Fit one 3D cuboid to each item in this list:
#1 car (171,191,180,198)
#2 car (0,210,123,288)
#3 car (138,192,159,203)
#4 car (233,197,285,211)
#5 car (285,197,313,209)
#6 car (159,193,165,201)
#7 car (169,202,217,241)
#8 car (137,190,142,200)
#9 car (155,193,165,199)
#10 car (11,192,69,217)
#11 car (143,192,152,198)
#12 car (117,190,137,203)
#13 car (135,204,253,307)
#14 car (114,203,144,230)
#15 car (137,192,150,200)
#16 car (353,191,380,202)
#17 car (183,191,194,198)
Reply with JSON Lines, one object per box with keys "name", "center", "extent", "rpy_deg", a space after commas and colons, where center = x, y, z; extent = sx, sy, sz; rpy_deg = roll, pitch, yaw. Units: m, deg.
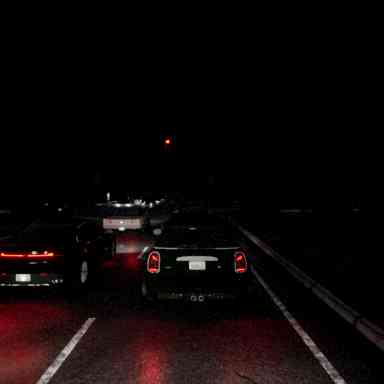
{"name": "car", "center": [-4.139, 0.681, 85.397], "extent": [1.882, 1.535, 5.008], "rpy_deg": [0, 1, -4]}
{"name": "car", "center": [-3.415, 1.468, 9.145], "extent": [1.837, 1.490, 4.892], "rpy_deg": [0, 0, 0]}
{"name": "car", "center": [-7.200, 1.105, 56.020], "extent": [2.033, 1.411, 5.357], "rpy_deg": [0, 1, 0]}
{"name": "car", "center": [6.770, 1.232, 35.147], "extent": [4.902, 1.511, 2.128], "rpy_deg": [0, 1, -3]}
{"name": "car", "center": [12.126, 1.306, 39.167], "extent": [4.718, 1.301, 1.895], "rpy_deg": [0, 1, -3]}
{"name": "car", "center": [-7.171, 1.005, 66.088], "extent": [2.033, 1.411, 5.357], "rpy_deg": [0, 1, 1]}
{"name": "car", "center": [0.061, 1.388, 17.289], "extent": [2.128, 1.511, 4.902], "rpy_deg": [0, 0, 1]}
{"name": "car", "center": [-10.681, 0.709, 63.313], "extent": [2.150, 2.045, 5.566], "rpy_deg": [0, 1, 0]}
{"name": "car", "center": [-7.301, 0.870, 76.515], "extent": [2.033, 1.411, 5.357], "rpy_deg": [0, 1, -1]}
{"name": "car", "center": [-12.642, 1.031, 27.453], "extent": [5.566, 2.045, 2.150], "rpy_deg": [0, -1, 32]}
{"name": "car", "center": [-11.067, 0.749, 83.759], "extent": [1.812, 1.442, 4.674], "rpy_deg": [0, 1, -2]}
{"name": "car", "center": [-10.695, 0.928, 53.872], "extent": [2.097, 1.767, 4.553], "rpy_deg": [0, 0, 0]}
{"name": "car", "center": [0.088, 1.323, 8.092], "extent": [2.097, 1.767, 4.553], "rpy_deg": [0, 0, 0]}
{"name": "car", "center": [-3.435, 1.487, 18.466], "extent": [1.895, 1.301, 4.718], "rpy_deg": [0, 1, 0]}
{"name": "car", "center": [-10.732, 0.894, 73.537], "extent": [2.128, 1.511, 4.902], "rpy_deg": [0, 1, -1]}
{"name": "car", "center": [21.877, 0.922, 39.734], "extent": [5.566, 2.045, 2.150], "rpy_deg": [0, 1, -3]}
{"name": "car", "center": [-0.680, 0.707, 86.096], "extent": [1.812, 1.442, 4.674], "rpy_deg": [0, 1, -4]}
